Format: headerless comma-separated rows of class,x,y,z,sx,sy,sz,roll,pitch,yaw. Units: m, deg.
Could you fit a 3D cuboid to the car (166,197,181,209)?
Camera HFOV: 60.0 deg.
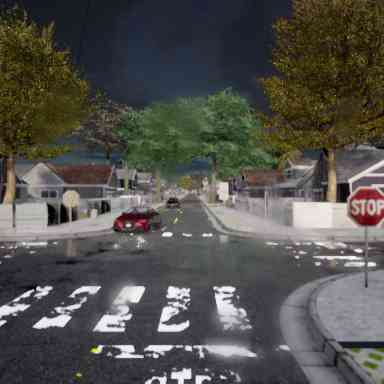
car,-2.552,1.506,45.627,1.837,1.490,4.892,0,0,0

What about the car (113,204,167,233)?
car,-3.063,1.567,19.519,1.994,1.385,4.181,0,0,9
